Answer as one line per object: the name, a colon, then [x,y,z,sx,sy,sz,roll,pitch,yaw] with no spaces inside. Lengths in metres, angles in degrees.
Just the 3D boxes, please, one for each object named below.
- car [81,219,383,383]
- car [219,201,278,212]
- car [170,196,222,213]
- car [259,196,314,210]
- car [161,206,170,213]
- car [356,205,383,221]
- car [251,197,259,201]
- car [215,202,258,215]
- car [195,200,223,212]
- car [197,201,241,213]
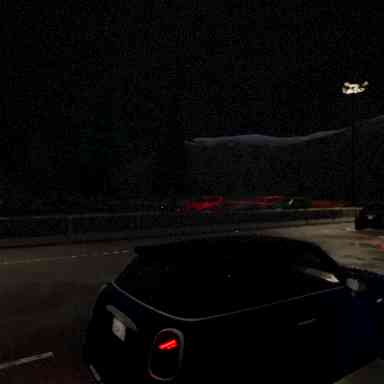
car: [1.018,1.383,4.471,4.553,1.767,2.097,1,0,-35]
car: [4.965,1.738,28.857,4.674,1.442,1.812,1,0,-35]
car: [0.890,1.455,34.548,5.566,2.045,2.150,0,0,-35]
car: [9.406,1.478,32.017,5.566,2.045,2.150,1,0,-35]
car: [-1.133,1.802,37.404,4.718,1.301,1.895,1,0,-35]
car: [12.408,1.582,21.137,4.553,1.767,2.097,1,0,-35]
car: [7.656,1.478,35.063,5.566,2.045,2.150,1,0,-35]
car: [5.063,1.849,37.523,4.718,1.301,1.895,1,0,-35]
car: [2.939,1.732,31.711,4.674,1.442,1.812,1,0,-35]
car: [3.330,1.788,40.581,5.357,1.411,2.033,1,0,-35]
